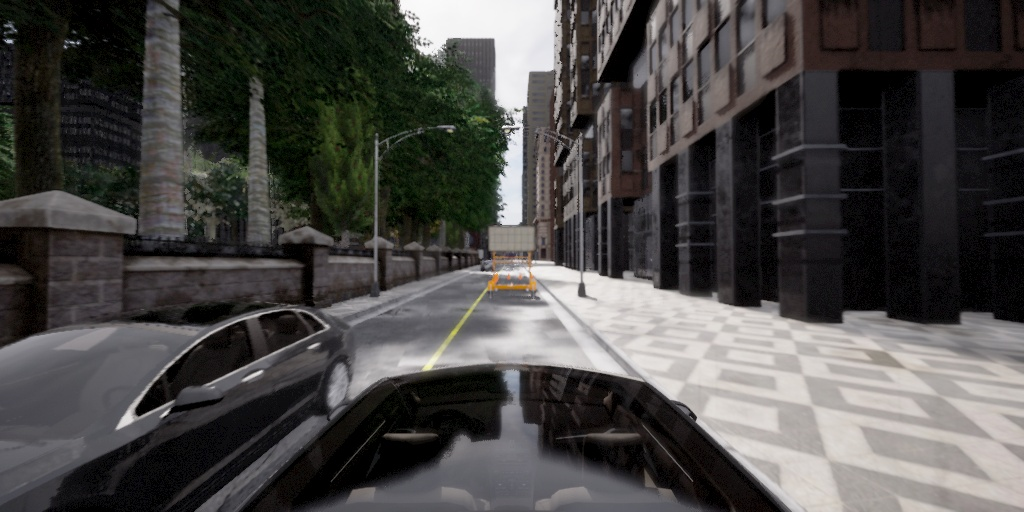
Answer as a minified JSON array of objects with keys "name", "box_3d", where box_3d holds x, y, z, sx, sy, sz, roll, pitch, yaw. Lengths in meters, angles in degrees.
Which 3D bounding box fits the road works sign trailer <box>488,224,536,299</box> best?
[{"name":"road works sign trailer","box_3d":[-0.001,0.193,18.070,2.380,3.560,2.880,0,0,0]}]

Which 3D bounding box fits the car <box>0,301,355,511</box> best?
[{"name":"car","box_3d":[-3.100,1.253,3.143,1.837,1.490,4.892,0,0,0]}]

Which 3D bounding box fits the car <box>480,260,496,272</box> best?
[{"name":"car","box_3d":[-3.081,1.221,46.744,2.128,1.511,4.902,0,0,0]}]
